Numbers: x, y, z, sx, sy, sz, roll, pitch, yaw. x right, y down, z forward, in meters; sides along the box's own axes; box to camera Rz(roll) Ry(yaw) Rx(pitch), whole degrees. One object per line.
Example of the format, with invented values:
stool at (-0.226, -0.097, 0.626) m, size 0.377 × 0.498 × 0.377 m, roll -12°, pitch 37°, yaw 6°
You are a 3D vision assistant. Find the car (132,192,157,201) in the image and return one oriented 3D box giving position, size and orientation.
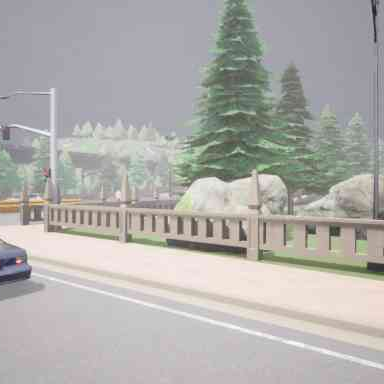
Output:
car at (-9.765, 0.832, 68.856) m, size 2.128 × 1.511 × 4.902 m, roll 0°, pitch 3°, yaw 35°

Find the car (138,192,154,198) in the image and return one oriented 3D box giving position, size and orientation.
car at (-9.400, 0.980, 63.438) m, size 2.097 × 1.767 × 4.553 m, roll 0°, pitch 3°, yaw 36°

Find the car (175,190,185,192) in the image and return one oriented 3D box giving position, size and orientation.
car at (-2.738, 0.478, 66.656) m, size 2.097 × 1.767 × 4.553 m, roll 0°, pitch 4°, yaw 35°

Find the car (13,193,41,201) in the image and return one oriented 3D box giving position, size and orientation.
car at (-23.005, 1.221, 44.472) m, size 2.150 × 2.045 × 5.566 m, roll 0°, pitch 0°, yaw 36°

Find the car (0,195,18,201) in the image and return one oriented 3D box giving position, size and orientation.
car at (-23.231, 1.491, 38.170) m, size 2.128 × 1.511 × 4.902 m, roll 0°, pitch 0°, yaw 36°

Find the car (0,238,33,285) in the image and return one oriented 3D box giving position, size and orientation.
car at (-6.146, 1.547, 8.340) m, size 5.357 × 1.411 × 2.033 m, roll 0°, pitch 0°, yaw 36°

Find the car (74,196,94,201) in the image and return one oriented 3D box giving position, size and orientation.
car at (-18.773, 1.489, 56.369) m, size 1.837 × 1.490 × 4.892 m, roll 0°, pitch 0°, yaw 36°

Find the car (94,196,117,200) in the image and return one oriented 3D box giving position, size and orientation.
car at (-12.604, 1.452, 52.970) m, size 1.882 × 1.535 × 5.008 m, roll 0°, pitch 1°, yaw 36°
